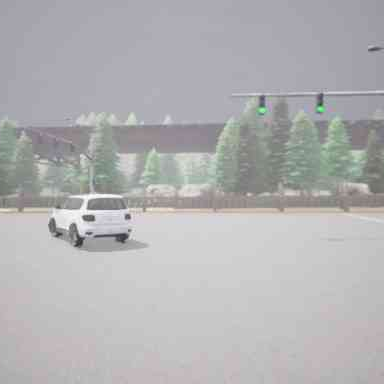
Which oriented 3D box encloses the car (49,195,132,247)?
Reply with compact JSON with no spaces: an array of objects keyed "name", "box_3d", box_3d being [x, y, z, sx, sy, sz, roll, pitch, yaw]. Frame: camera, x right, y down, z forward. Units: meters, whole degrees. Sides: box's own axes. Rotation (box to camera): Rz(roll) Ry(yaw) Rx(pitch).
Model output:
[{"name":"car","box_3d":[-4.662,1.134,14.874,2.150,2.045,5.566,0,0,-36]}]
